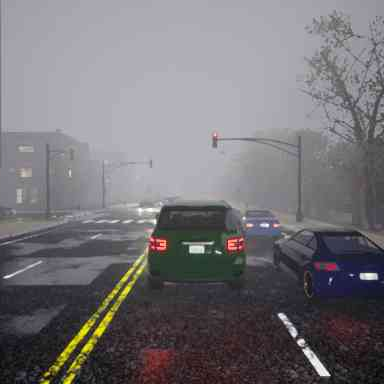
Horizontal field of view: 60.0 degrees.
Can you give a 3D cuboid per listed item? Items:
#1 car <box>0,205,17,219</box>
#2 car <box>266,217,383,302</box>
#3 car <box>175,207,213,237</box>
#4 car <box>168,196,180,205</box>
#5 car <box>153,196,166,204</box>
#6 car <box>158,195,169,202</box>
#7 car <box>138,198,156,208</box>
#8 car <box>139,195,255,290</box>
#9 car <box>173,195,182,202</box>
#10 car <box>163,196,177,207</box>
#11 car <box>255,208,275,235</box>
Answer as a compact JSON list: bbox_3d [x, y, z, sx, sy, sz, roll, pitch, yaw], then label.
[{"bbox_3d":[-19.688,1.785,32.231,4.902,1.511,2.128,-1,1,-1],"label":"car"},{"bbox_3d":[3.358,1.562,8.288,1.994,1.385,4.181,0,0,0],"label":"car"},{"bbox_3d":[0.126,1.597,18.969,1.895,1.301,4.718,0,0,0],"label":"car"},{"bbox_3d":[-3.304,1.469,61.276,1.882,1.535,5.008,0,0,0],"label":"car"},{"bbox_3d":[-6.520,1.539,66.463,2.033,1.411,5.357,0,0,0],"label":"car"},{"bbox_3d":[-6.518,1.516,76.998,2.128,1.511,4.902,0,0,0],"label":"car"},{"bbox_3d":[-6.560,1.593,49.003,1.895,1.301,4.718,0,0,0],"label":"car"},{"bbox_3d":[0.111,1.220,9.211,2.150,2.045,5.566,0,0,0],"label":"car"},{"bbox_3d":[-3.263,1.515,74.449,1.812,1.442,4.674,0,0,0],"label":"car"},{"bbox_3d":[-3.310,1.470,50.689,1.882,1.535,5.008,0,0,0],"label":"car"},{"bbox_3d":[3.338,1.544,17.515,2.033,1.411,5.357,0,0,3],"label":"car"}]
